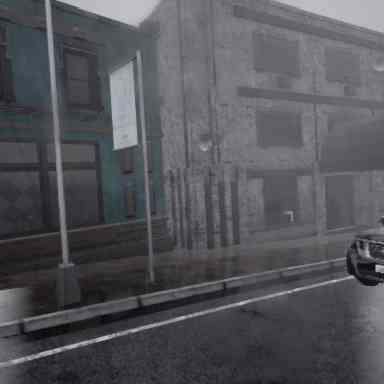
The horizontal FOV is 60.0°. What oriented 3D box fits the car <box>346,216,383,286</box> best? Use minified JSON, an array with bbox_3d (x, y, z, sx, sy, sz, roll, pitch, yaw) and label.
[{"bbox_3d":[6.168,1.161,7.919,5.566,2.045,2.150,0,0,-30],"label":"car"}]
